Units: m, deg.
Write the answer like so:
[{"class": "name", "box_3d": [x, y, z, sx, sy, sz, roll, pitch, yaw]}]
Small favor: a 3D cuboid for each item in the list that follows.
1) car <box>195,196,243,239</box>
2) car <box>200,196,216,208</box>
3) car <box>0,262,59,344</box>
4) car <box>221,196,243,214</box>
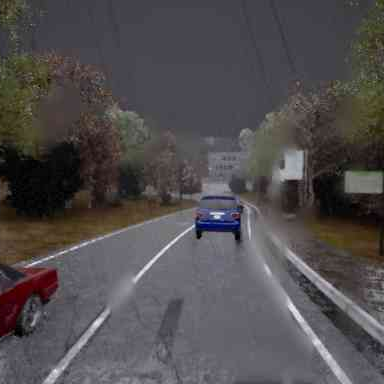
[{"class": "car", "box_3d": [1.477, 1.205, 17.453, 2.150, 2.045, 5.566, 1, 0, 8]}, {"class": "car", "box_3d": [2.387, 1.376, 47.482, 1.882, 1.535, 5.008, 1, 0, 7]}, {"class": "car", "box_3d": [-3.433, 1.576, 3.855, 1.895, 1.301, 4.718, 0, 0, 2]}, {"class": "car", "box_3d": [4.356, 1.321, 35.338, 2.097, 1.767, 4.553, 1, 0, 10]}]
